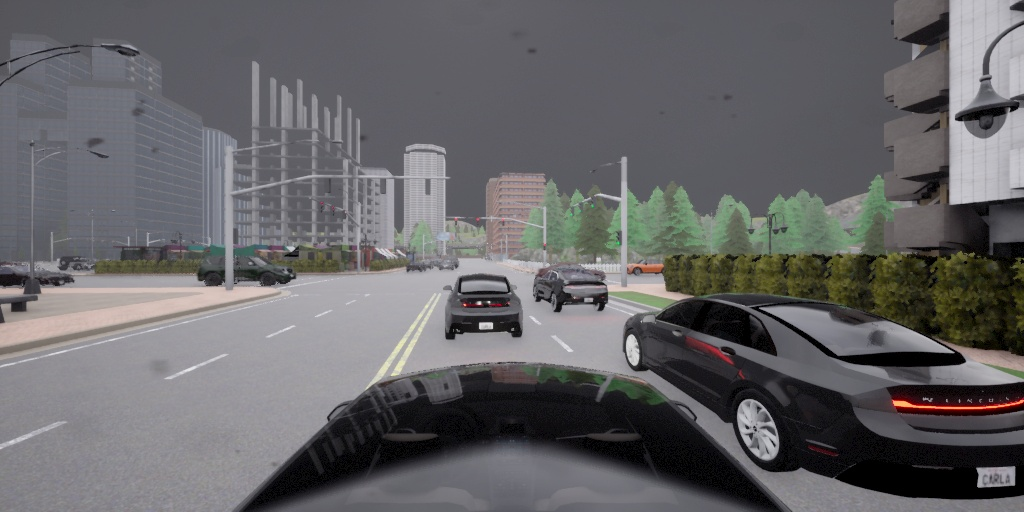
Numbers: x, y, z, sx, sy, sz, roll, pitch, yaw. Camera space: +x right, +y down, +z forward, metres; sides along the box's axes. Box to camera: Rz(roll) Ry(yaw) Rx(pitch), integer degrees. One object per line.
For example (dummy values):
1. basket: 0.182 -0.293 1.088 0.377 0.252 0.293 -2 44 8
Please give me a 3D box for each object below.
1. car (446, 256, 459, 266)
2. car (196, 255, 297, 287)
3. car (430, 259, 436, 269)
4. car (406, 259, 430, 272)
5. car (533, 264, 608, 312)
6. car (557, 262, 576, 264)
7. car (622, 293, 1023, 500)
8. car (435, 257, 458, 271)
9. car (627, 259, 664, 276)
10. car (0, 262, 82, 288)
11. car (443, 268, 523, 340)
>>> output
1. car: -10.191 0.971 59.869 2.150 2.045 5.566 0 0 -6
2. car: -17.634 0.971 23.967 5.566 2.045 2.150 0 0 -5
3. car: -13.204 1.255 55.320 1.837 1.490 4.892 0 0 -6
4. car: -12.223 1.351 46.082 1.895 1.301 4.718 0 0 -4
5. car: 2.132 1.242 14.218 2.128 1.511 4.902 0 0 -9
6. car: 4.259 1.227 25.911 5.008 1.535 1.882 0 0 -5
7. car: 3.110 1.255 4.857 1.837 1.490 4.892 0 0 -4
8. car: -9.090 1.241 50.069 2.128 1.511 4.902 0 0 -7
9. car: 14.035 1.102 37.519 4.553 1.767 2.097 0 0 -5
10. car: -31.502 1.297 22.742 5.357 1.411 2.033 0 0 -5
11. car: -0.863 1.255 10.100 1.837 1.490 4.892 0 0 -7
